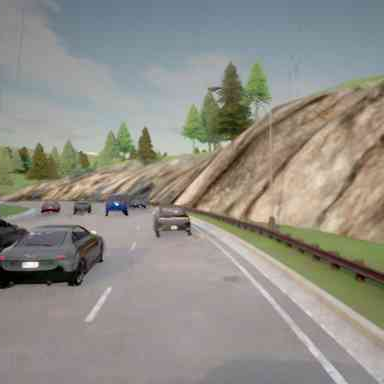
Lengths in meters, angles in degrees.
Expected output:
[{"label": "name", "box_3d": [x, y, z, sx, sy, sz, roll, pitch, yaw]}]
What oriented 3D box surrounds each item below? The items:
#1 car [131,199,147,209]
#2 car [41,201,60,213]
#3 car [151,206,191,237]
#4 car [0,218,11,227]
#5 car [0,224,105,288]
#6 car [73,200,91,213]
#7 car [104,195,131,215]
[{"label": "car", "box_3d": [-7.765, 1.691, 46.447, 1.895, 1.301, 4.718, -1, 0, -21]}, {"label": "car", "box_3d": [-17.138, 1.765, 40.458, 1.994, 1.385, 4.181, -1, 0, -20]}, {"label": "car", "box_3d": [-1.181, 1.505, 18.357, 2.128, 1.511, 4.902, -1, 0, -8]}, {"label": "car", "box_3d": [-7.456, 1.613, 11.866, 1.812, 1.442, 4.674, 0, 0, -5]}, {"label": "car", "box_3d": [-3.774, 1.608, 9.470, 1.994, 1.385, 4.181, -1, 0, -4]}, {"label": "car", "box_3d": [-12.806, 1.642, 38.825, 2.128, 1.511, 4.902, 0, 0, -19]}, {"label": "car", "box_3d": [-7.994, 1.315, 35.078, 2.150, 2.045, 5.566, 0, 0, -14]}]
